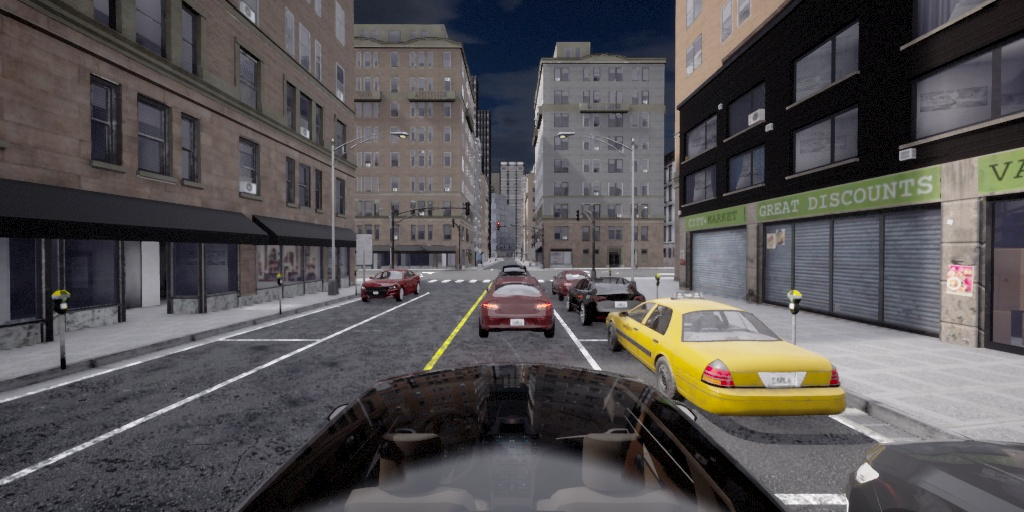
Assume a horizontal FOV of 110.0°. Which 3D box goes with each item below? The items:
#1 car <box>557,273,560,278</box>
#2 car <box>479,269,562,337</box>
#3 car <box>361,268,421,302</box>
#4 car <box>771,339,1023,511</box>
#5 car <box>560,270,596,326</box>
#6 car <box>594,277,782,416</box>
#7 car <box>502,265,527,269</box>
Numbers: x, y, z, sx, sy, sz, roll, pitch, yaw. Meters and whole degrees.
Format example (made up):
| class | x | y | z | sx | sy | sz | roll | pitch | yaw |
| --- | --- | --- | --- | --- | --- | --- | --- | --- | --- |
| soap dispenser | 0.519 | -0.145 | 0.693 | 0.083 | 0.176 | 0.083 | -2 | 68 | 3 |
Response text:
| class | x | y | z | sx | sy | sz | roll | pitch | yaw |
| --- | --- | --- | --- | --- | --- | --- | --- | --- | --- |
| car | 2.898 | 1.326 | 17.123 | 1.802 | 1.307 | 4.207 | 0 | 0 | 0 |
| car | 0.106 | 1.273 | 10.103 | 1.812 | 1.442 | 4.674 | 0 | 0 | 0 |
| car | -5.647 | 1.289 | 17.134 | 1.888 | 1.381 | 4.507 | 0 | 0 | 0 |
| car | 2.871 | 1.301 | 0.365 | 2.007 | 1.370 | 4.403 | 0 | 0 | 0 |
| car | 2.889 | 1.312 | 11.537 | 1.948 | 1.339 | 4.313 | 0 | 0 | 0 |
| car | 2.881 | 1.274 | 6.121 | 1.751 | 1.417 | 4.829 | 0 | 0 | 0 |
| car | 0.127 | 1.248 | 20.382 | 1.837 | 1.490 | 4.892 | 0 | 0 | 0 |
